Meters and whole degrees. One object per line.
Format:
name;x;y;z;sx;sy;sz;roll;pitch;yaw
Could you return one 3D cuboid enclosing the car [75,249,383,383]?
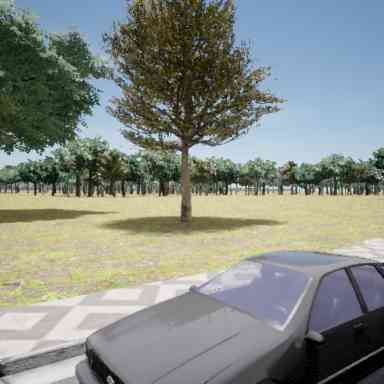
car;1.401;1.548;4.370;5.357;1.411;2.033;0;0;-35
